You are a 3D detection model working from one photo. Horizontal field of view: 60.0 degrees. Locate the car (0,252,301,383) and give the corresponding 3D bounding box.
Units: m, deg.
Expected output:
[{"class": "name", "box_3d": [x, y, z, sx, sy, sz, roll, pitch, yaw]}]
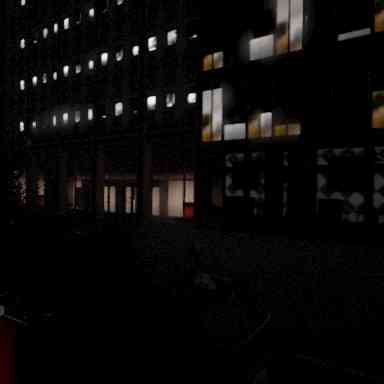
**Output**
[{"class": "car", "box_3d": [-1.064, 1.406, 3.622, 4.097, 1.590, 1.967, 1, 1, 36]}]
